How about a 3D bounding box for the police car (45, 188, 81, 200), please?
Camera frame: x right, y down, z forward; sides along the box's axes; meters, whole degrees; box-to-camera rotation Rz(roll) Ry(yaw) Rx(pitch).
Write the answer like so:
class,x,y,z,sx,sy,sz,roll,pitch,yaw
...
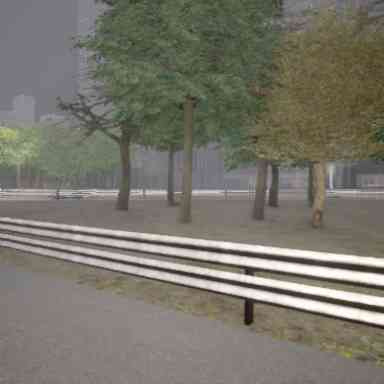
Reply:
class,x,y,z,sx,sy,sz,roll,pitch,yaw
police car,-17.287,0.267,45.191,4.974,1.542,2.038,0,0,-4
